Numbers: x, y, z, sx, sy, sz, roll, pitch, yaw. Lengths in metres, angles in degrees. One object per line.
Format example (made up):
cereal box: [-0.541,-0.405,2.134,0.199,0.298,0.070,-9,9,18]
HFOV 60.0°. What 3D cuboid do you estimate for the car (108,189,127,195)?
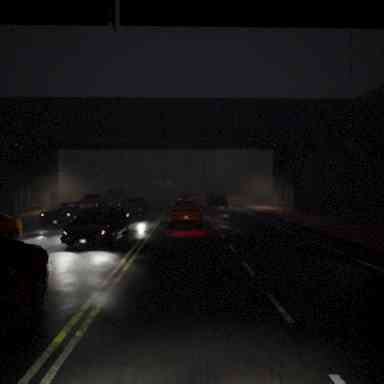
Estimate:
car: [-7.882,0.718,34.139,2.150,2.045,5.566,0,1,-1]

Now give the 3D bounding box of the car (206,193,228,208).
car: [2.722,0.909,35.897,1.882,1.535,5.008,0,1,-1]

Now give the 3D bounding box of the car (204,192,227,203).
car: [3.472,0.789,47.962,2.033,1.411,5.357,0,1,18]

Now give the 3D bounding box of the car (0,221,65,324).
car: [-3.699,1.460,4.966,1.812,1.442,4.674,0,1,-1]

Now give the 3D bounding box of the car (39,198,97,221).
car: [-7.588,1.308,20.507,1.895,1.301,4.718,0,1,-1]

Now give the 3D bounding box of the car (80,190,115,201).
car: [-7.630,0.802,25.888,1.812,1.442,4.674,0,1,-1]

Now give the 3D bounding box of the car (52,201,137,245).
car: [-3.937,1.334,14.544,2.033,1.411,5.357,0,1,-1]

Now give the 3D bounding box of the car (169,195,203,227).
car: [-0.385,1.162,20.313,1.882,1.535,5.008,0,1,-1]

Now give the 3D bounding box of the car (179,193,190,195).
car: [-0.923,0.893,40.845,1.812,1.442,4.674,0,1,-2]

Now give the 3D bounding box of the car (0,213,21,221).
car: [-7.342,1.337,10.596,1.882,1.535,5.008,0,1,-1]

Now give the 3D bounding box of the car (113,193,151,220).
car: [-4.183,1.110,24.543,1.882,1.535,5.008,0,1,-1]
